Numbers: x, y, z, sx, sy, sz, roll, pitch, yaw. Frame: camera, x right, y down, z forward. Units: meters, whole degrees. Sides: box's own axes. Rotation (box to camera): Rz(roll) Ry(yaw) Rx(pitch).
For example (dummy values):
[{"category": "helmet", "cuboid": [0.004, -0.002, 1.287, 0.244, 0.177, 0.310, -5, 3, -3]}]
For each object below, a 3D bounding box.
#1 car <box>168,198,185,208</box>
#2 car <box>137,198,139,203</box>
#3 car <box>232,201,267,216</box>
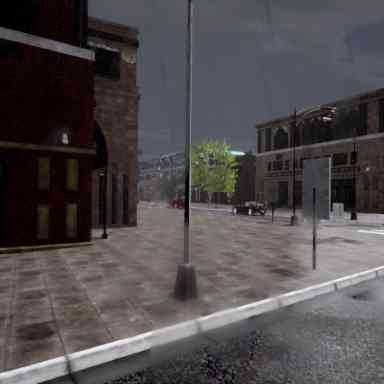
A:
[{"category": "car", "cuboid": [-2.166, 1.627, 49.311, 1.887, 1.381, 4.507, 1, -1, -27]}, {"category": "car", "cuboid": [-12.197, 1.671, 69.007, 1.802, 1.307, 4.206, 1, -1, -27]}, {"category": "car", "cuboid": [5.783, 1.628, 33.768, 2.008, 1.369, 4.403, 1, -1, -27]}]
